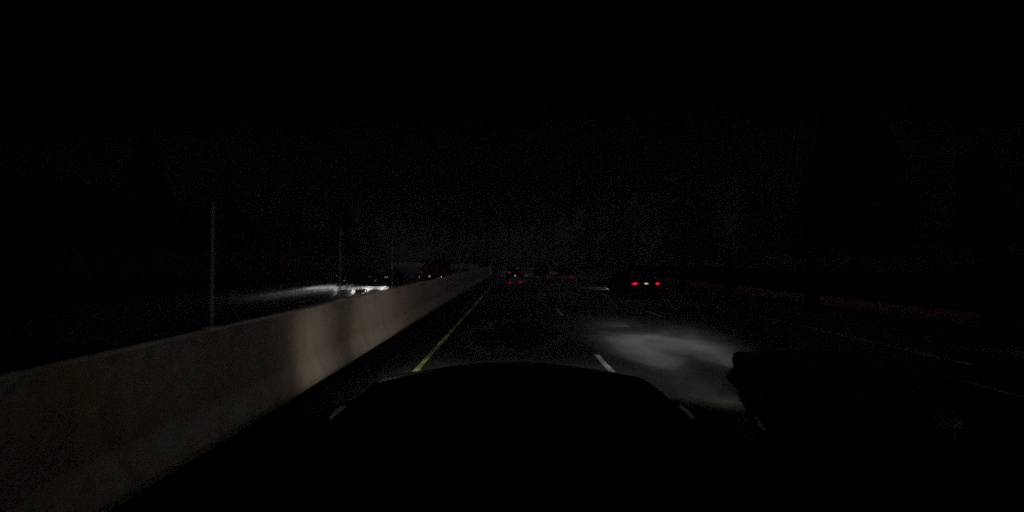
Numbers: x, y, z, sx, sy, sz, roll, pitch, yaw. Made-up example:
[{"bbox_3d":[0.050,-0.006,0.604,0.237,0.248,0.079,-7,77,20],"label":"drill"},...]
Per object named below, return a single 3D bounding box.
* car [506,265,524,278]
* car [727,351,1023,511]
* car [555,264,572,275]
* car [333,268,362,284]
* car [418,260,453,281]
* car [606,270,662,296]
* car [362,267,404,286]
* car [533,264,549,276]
[{"bbox_3d":[0.381,1.892,41.996,1.895,1.301,4.718,0,-1,0],"label":"car"},{"bbox_3d":[3.595,1.363,2.311,1.895,1.301,4.718,0,-1,0],"label":"car"},{"bbox_3d":[7.354,1.917,51.632,2.128,1.511,4.902,0,-1,-1],"label":"car"},{"bbox_3d":[-13.832,1.741,31.830,1.895,1.301,4.718,0,-1,1],"label":"car"},{"bbox_3d":[-6.815,1.382,32.671,2.150,2.045,5.566,0,-1,1],"label":"car"},{"bbox_3d":[7.236,1.574,21.738,2.033,1.411,5.357,0,-1,0],"label":"car"},{"bbox_3d":[-10.363,1.641,29.733,1.812,1.442,4.674,0,-1,1],"label":"car"},{"bbox_3d":[3.895,1.868,49.137,1.882,1.535,5.008,0,-1,-1],"label":"car"}]
